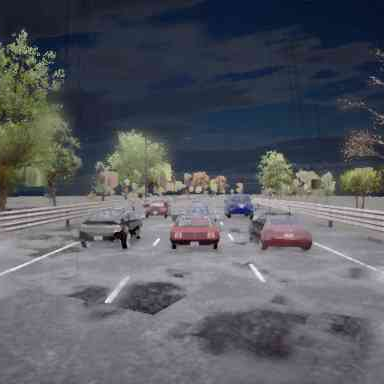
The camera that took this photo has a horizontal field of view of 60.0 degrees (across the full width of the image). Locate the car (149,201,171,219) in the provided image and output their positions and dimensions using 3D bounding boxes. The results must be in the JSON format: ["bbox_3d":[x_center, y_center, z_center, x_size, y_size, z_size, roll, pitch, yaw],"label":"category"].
[{"bbox_3d":[-2.914,1.518,29.435,1.812,1.442,4.674,2,0,2],"label":"car"}]

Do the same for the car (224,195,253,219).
[{"bbox_3d":[4.062,1.265,29.200,2.150,2.045,5.566,0,0,2],"label":"car"}]

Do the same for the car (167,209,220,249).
[{"bbox_3d":[0.140,1.619,14.439,1.895,1.301,4.718,0,0,1],"label":"car"}]

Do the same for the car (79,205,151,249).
[{"bbox_3d":[-3.353,1.486,14.479,2.128,1.511,4.902,1,0,1],"label":"car"}]

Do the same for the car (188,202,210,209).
[{"bbox_3d":[0.563,1.571,29.303,2.033,1.411,5.357,0,0,2],"label":"car"}]

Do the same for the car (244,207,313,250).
[{"bbox_3d":[3.639,1.575,14.343,1.994,1.385,4.181,0,0,1],"label":"car"}]
